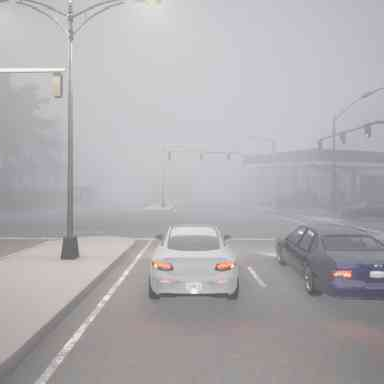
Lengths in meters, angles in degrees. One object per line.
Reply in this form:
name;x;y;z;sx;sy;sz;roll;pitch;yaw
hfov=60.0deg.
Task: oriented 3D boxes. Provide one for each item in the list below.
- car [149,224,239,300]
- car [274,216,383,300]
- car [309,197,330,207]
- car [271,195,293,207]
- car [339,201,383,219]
car;0.032;1.516;8.260;1.812;1.442;4.674;0;0;0
car;3.511;1.545;8.567;2.033;1.411;5.357;0;0;3
car;18.630;1.433;48.691;1.970;1.475;3.806;0;0;0
car;12.891;1.261;47.890;2.242;1.667;4.611;0;0;0
car;14.749;1.523;27.755;4.674;1.442;1.812;0;0;-1
